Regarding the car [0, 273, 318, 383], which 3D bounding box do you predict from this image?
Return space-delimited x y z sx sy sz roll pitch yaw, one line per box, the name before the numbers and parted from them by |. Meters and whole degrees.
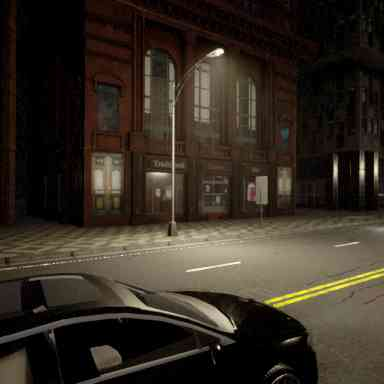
car | -0.947 1.491 2.765 4.902 1.511 2.128 0 0 -35
